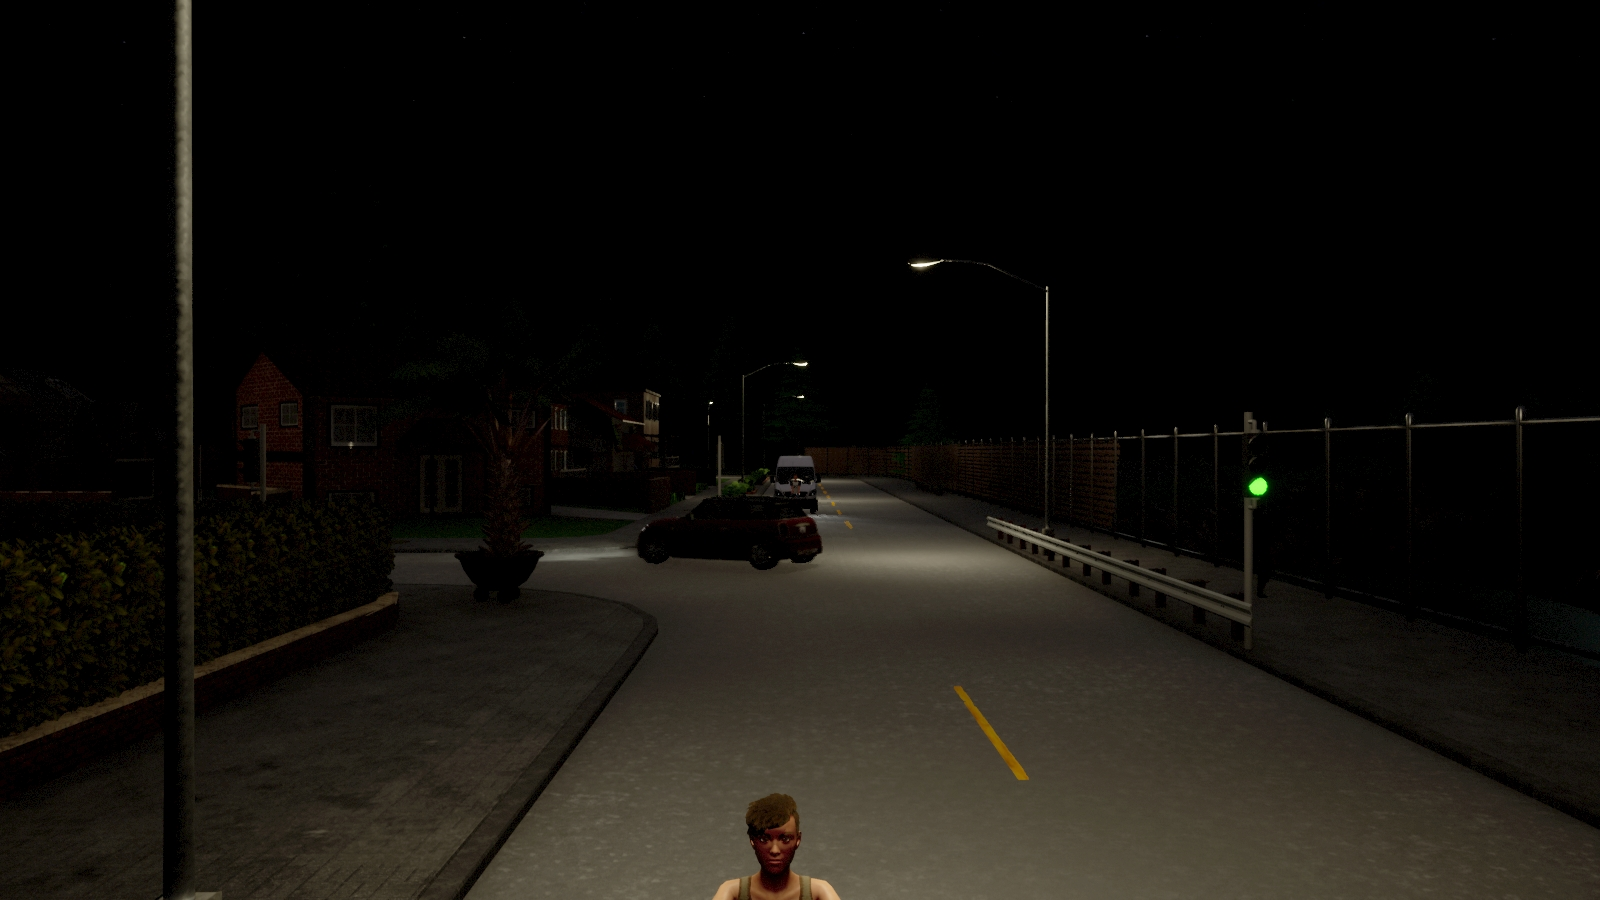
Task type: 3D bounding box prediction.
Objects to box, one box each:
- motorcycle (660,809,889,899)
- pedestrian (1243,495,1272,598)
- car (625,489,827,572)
[{"bbox_3d":[-0.084,2.157,3.590,0.764,1.307,2.356,0,0,-1],"label":"motorcycle"},{"bbox_3d":[8.356,1.752,20.863,0.375,1.860,0.375,0,0,-1],"label":"pedestrian"},{"bbox_3d":[-1.835,1.916,28.211,4.553,1.767,2.097,0,0,28],"label":"car"}]
